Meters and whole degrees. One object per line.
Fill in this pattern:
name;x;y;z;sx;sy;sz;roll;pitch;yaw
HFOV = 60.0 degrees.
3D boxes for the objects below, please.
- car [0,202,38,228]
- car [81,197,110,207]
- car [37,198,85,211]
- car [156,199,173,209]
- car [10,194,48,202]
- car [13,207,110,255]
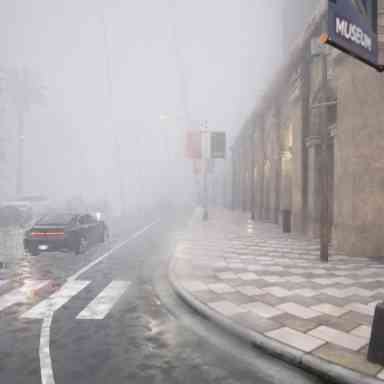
car;-11.730;1.546;20.002;2.033;1.411;5.357;0;0;1
car;-11.099;1.523;39.310;1.812;1.442;4.674;0;0;2
car;-11.454;1.524;29.426;1.812;1.442;4.674;0;0;2
car;-3.782;1.602;46.061;1.895;1.301;4.718;0;0;2
car;-14.932;1.220;30.283;2.150;2.045;5.566;0;0;2
car;-4.794;1.563;13.295;1.837;1.490;4.892;0;0;1
